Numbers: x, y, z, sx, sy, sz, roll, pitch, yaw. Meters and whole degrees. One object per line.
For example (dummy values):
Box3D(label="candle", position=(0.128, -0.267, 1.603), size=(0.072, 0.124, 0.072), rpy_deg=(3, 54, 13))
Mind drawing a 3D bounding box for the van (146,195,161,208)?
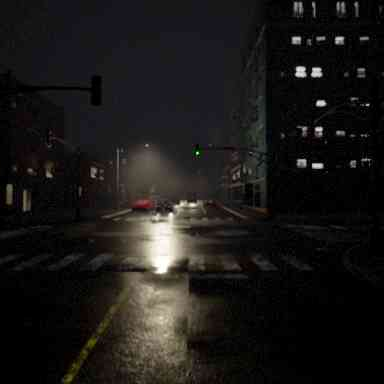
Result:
Box3D(label="van", position=(-5.681, 1.411, 49.478), size=(1.690, 1.788, 3.998), rpy_deg=(1, 0, 0))

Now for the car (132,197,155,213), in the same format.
Box3D(label="car", position=(-5.759, 1.599, 38.108), size=(1.887, 1.381, 4.507), rpy_deg=(1, 0, 0))

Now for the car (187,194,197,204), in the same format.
Box3D(label="car", position=(-0.011, 1.641, 65.779), size=(2.033, 1.411, 5.357), rpy_deg=(0, 0, 0))

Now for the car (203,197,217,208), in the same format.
Box3D(label="car", position=(2.697, 1.510, 49.540), size=(1.967, 1.590, 4.097), rpy_deg=(1, 0, 0))

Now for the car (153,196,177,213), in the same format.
Box3D(label="car", position=(-3.095, 1.560, 38.591), size=(1.837, 1.490, 4.892), rpy_deg=(0, 0, 0))

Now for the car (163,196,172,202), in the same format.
Box3D(label="car", position=(-5.690, 1.693, 77.911), size=(1.802, 1.307, 4.206), rpy_deg=(1, 0, 0))

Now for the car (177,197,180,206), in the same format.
Box3D(label="car", position=(-3.026, 1.629, 57.679), size=(2.033, 1.411, 5.357), rpy_deg=(0, 0, 0))
